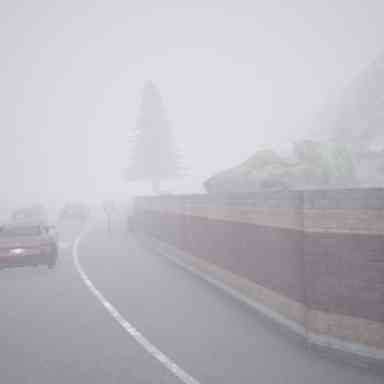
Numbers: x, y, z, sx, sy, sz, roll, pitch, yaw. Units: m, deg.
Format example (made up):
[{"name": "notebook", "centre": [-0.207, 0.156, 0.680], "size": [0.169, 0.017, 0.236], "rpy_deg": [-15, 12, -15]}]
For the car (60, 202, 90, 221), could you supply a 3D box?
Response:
[{"name": "car", "centre": [-9.664, 1.529, 27.513], "size": [1.994, 1.385, 4.181], "rpy_deg": [-2, 1, -12]}]

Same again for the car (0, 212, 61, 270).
[{"name": "car", "centre": [-5.533, 1.608, 11.048], "size": [1.994, 1.385, 4.181], "rpy_deg": [-2, 0, -21]}]

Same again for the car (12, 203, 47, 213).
[{"name": "car", "centre": [-13.129, 1.588, 26.974], "size": [1.812, 1.442, 4.674], "rpy_deg": [-2, 1, -12]}]
